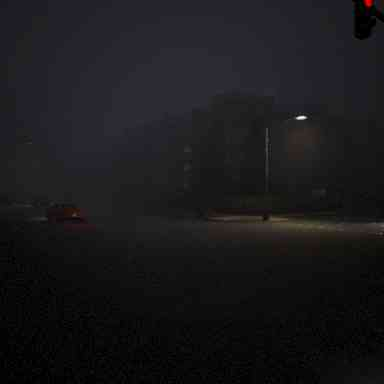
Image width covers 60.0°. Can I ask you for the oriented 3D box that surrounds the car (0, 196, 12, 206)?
[{"bbox_3d":[-32.242,1.405,56.889,2.097,1.767,4.553,1,0,-36],"label":"car"}]

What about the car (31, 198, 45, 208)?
[{"bbox_3d":[-22.442,1.629,49.324,2.033,1.411,5.357,1,0,-36],"label":"car"}]

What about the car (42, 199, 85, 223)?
[{"bbox_3d":[-10.001,1.533,26.194,1.882,1.535,5.008,1,0,-36],"label":"car"}]
